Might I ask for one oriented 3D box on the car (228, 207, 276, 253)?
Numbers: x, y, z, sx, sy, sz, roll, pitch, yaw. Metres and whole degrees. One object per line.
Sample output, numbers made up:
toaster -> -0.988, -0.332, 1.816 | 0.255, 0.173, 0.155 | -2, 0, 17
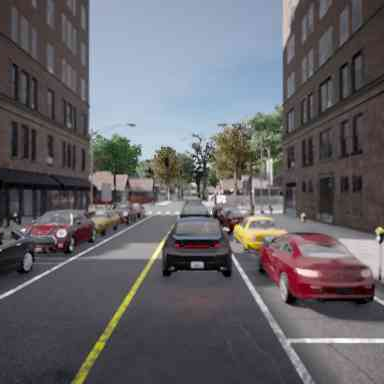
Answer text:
car -> 2.696, 1.560, 13.608 | 1.752, 1.417, 4.829 | 0, 0, 0

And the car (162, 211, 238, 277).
car -> 0.145, 1.528, 10.374 | 1.837, 1.490, 4.892 | 0, -1, 0

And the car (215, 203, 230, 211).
car -> 2.749, 1.647, 24.474 | 1.802, 1.307, 4.206 | 0, 0, 0

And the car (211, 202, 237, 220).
car -> 2.776, 1.647, 29.992 | 1.947, 1.339, 4.313 | 0, 0, 0

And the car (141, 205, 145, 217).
car -> -5.249, 1.663, 30.030 | 1.802, 1.307, 4.206 | 0, 0, 0

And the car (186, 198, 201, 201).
car -> 0.142, 1.435, 30.506 | 2.097, 1.767, 4.553 | 0, 0, 0

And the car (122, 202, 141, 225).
car -> -5.276, 1.505, 24.511 | 1.967, 1.590, 4.097 | 0, 0, 0

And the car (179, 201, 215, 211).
car -> 0.191, 1.531, 20.248 | 1.882, 1.535, 5.008 | 0, 0, 0

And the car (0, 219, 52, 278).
car -> -5.356, 1.570, 7.954 | 2.008, 1.369, 4.403 | 0, 0, 0

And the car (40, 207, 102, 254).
car -> -5.329, 1.474, 13.474 | 1.967, 1.590, 4.097 | 0, 0, 0

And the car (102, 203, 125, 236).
car -> -5.304, 1.574, 18.822 | 1.752, 1.417, 4.829 | 0, 0, 0

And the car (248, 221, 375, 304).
car -> 2.669, 1.601, 7.919 | 1.802, 1.307, 4.206 | 0, 0, 0

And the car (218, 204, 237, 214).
car -> 2.722, 1.594, 18.956 | 1.887, 1.381, 4.507 | 0, 0, 0
